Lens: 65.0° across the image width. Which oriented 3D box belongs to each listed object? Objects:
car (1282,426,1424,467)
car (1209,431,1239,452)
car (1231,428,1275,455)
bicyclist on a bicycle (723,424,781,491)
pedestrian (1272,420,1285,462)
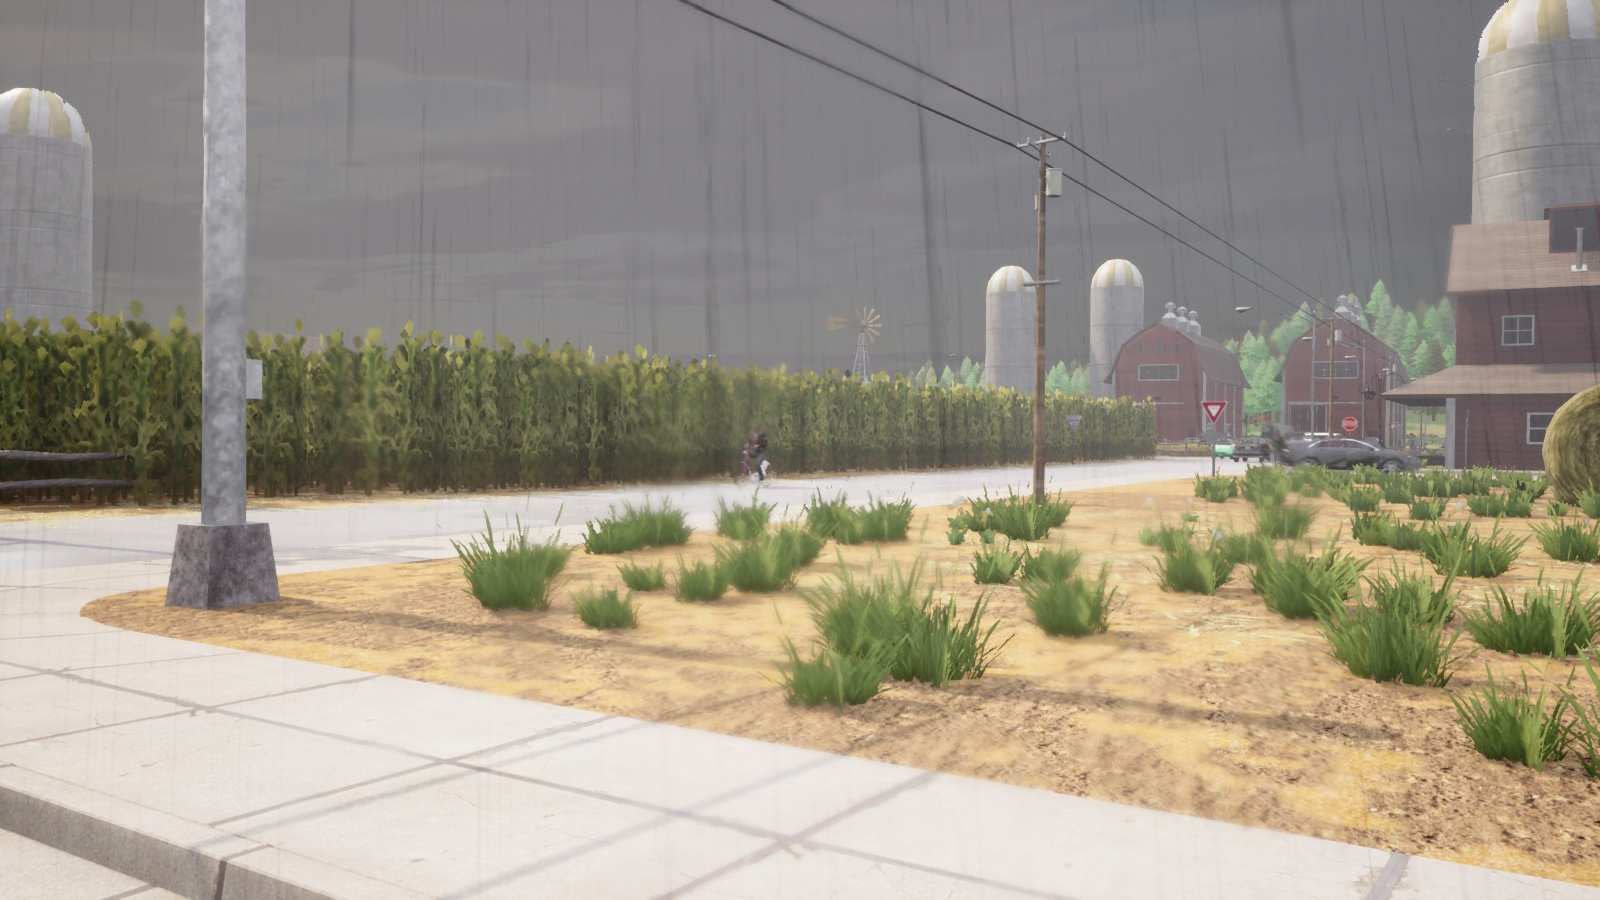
[{"bbox_3d":[21.161,-0.155,48.239,4.902,1.511,2.128,0,1,22],"label":"car"},{"bbox_3d":[28.433,-0.586,84.195,1.481,1.376,2.207,0,1,31],"label":"car"},{"bbox_3d":[27.061,-0.524,74.976,1.789,1.549,3.705,0,1,30],"label":"car"},{"bbox_3d":[-1.270,0.187,33.815,0.659,1.776,1.843,0,1,31],"label":"bicyclist on a bicycle"},{"bbox_3d":[20.985,-0.402,55.107,0.353,1.847,0.614,0,1,38],"label":"pedestrian"}]
